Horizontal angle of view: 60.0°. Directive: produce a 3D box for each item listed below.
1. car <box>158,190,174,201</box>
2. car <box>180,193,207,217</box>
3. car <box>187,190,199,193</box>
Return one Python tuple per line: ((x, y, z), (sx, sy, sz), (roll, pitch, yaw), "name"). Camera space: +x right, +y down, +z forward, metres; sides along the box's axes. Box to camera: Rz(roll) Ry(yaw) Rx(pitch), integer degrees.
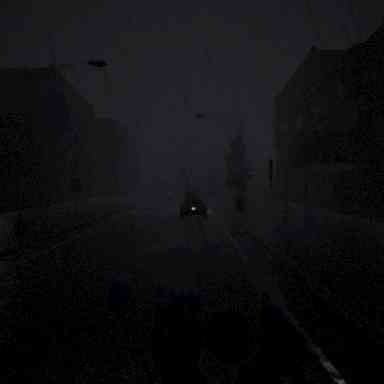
((-3.496, 0.454, 45.297), (1.812, 1.442, 4.674), (0, 1, 0), "car")
((0.105, 1.079, 25.013), (1.994, 1.385, 4.181), (0, 2, 0), "car")
((0.108, 0.475, 42.847), (1.882, 1.535, 5.008), (0, 2, 0), "car")
